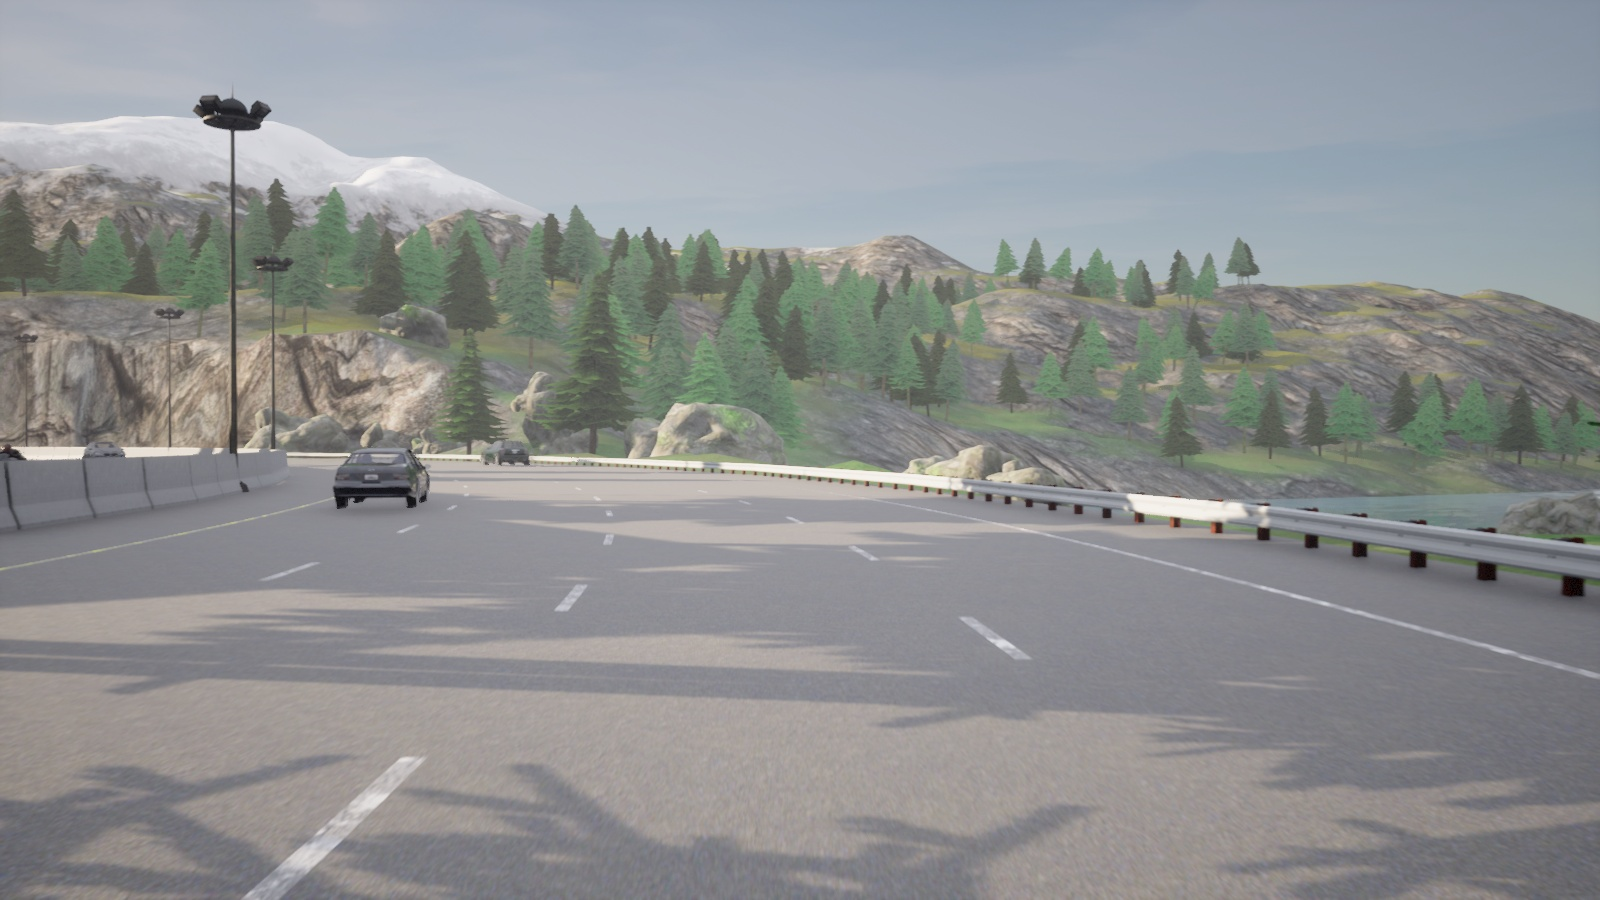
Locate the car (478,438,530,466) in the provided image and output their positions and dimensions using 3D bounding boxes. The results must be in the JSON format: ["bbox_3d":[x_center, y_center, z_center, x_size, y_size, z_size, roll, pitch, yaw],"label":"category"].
[{"bbox_3d":[-19.655,0.123,83.317,2.097,1.767,4.553,0,0,-31],"label":"car"}]

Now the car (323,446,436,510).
[{"bbox_3d":[-10.110,0.615,30.569,2.033,1.411,5.357,0,0,-12],"label":"car"}]
